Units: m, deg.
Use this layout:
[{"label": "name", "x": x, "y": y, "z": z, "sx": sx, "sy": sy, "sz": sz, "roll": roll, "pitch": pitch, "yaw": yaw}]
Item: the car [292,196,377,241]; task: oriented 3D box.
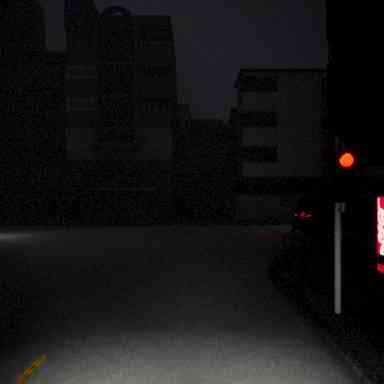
[{"label": "car", "x": 7.759, "y": 1.221, "z": 16.273, "sx": 5.566, "sy": 2.045, "sz": 2.150, "roll": 0, "pitch": 0, "yaw": 1}]
